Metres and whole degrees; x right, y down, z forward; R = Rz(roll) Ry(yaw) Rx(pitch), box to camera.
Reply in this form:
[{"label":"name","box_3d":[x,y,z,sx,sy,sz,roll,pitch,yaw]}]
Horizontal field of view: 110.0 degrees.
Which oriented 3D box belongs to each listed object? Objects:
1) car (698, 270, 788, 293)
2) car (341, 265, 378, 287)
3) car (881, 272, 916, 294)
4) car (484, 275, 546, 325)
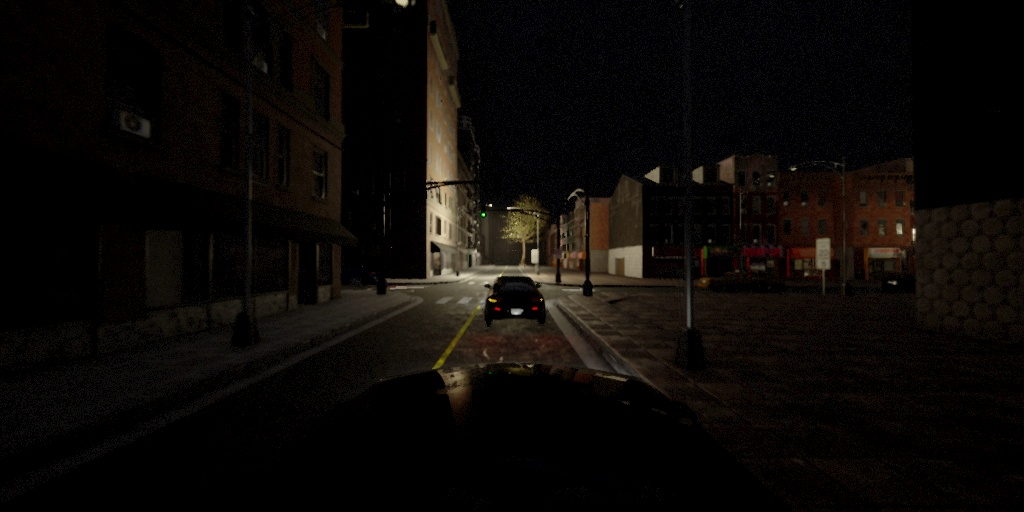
[{"label":"car","box_3d":[13.885,1.526,21.645,4.829,1.417,1.751,0,0,0]},{"label":"car","box_3d":[-12.200,1.393,25.519,5.008,1.535,1.882,0,-1,1]},{"label":"car","box_3d":[24.967,1.644,21.655,4.313,1.339,1.948,0,0,0]},{"label":"car","box_3d":[0.040,1.372,12.087,1.812,1.442,4.674,0,-1,-2]}]
